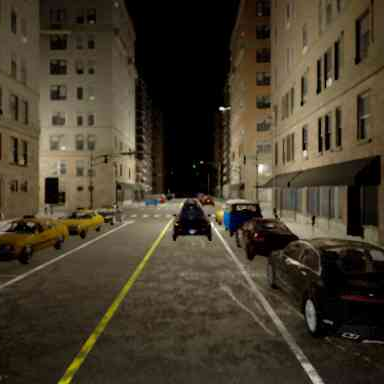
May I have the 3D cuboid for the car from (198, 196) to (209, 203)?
[{"bbox_3d":[2.329,1.495,67.381,1.947,1.339,4.313,0,0,0],"label":"car"}]

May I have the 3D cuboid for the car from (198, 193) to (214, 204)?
[{"bbox_3d":[2.415,1.394,50.626,1.967,1.590,4.097,0,0,0],"label":"car"}]

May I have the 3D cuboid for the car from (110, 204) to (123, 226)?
[{"bbox_3d":[-5.970,1.547,23.370,2.008,1.369,4.403,0,0,0],"label":"car"}]

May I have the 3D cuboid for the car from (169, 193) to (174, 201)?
[{"bbox_3d":[-6.283,1.445,84.082,1.887,1.381,4.507,0,0,0],"label":"car"}]

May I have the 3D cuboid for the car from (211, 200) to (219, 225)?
[{"bbox_3d":[2.554,1.508,23.602,1.752,1.417,4.829,0,0,0],"label":"car"}]

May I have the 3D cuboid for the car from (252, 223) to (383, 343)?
[{"bbox_3d":[2.643,1.547,6.422,2.008,1.369,4.403,0,0,0],"label":"car"}]

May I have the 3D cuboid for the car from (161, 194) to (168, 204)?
[{"bbox_3d":[-6.169,1.267,61.737,2.192,1.841,5.009,0,0,0],"label":"car"}]

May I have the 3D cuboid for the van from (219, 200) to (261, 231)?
[{"bbox_3d":[2.584,1.330,17.762,1.690,1.788,3.998,0,0,0],"label":"van"}]

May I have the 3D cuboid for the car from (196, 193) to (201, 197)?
[{"bbox_3d":[2.357,1.254,61.796,2.192,1.841,5.009,0,0,0],"label":"car"}]

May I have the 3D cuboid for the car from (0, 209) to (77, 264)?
[{"bbox_3d":[-5.911,1.533,11.863,1.752,1.417,4.829,0,0,0],"label":"car"}]

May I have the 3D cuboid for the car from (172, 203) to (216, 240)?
[{"bbox_3d":[0.011,1.520,16.717,1.812,1.442,4.674,0,0,0],"label":"car"}]

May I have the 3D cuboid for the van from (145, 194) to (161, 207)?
[{"bbox_3d":[-6.111,1.309,50.565,1.690,1.788,3.998,0,0,0],"label":"van"}]

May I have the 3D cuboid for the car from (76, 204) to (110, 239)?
[{"bbox_3d":[-5.940,1.528,17.533,1.752,1.417,4.829,0,0,0],"label":"car"}]

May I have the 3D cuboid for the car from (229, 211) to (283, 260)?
[{"bbox_3d":[2.614,1.576,12.092,1.802,1.307,4.206,0,0,0],"label":"car"}]

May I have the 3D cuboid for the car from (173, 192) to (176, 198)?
[{"bbox_3d":[-6.341,1.433,95.254,1.947,1.339,4.313,0,0,0],"label":"car"}]

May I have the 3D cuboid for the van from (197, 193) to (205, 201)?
[{"bbox_3d":[2.242,1.228,84.136,1.690,1.788,3.998,0,0,0],"label":"van"}]

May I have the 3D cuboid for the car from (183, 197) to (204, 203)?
[{"bbox_3d":[-0.080,1.544,35.498,1.994,1.385,4.181,0,0,0],"label":"car"}]
